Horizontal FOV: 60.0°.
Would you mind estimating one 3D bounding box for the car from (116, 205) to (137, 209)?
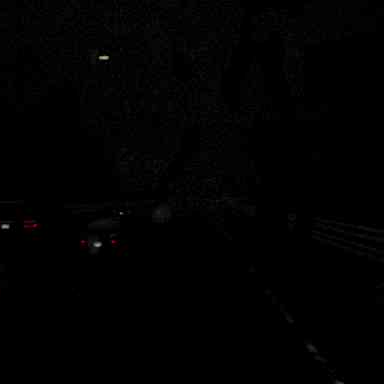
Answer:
[{"bbox_3d":[-6.264,1.918,31.793,1.994,1.385,4.181,0,-1,2],"label":"car"}]

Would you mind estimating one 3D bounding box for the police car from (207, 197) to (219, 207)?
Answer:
[{"bbox_3d":[4.265,2.259,71.234,1.930,1.638,5.238,0,-1,5],"label":"police car"}]

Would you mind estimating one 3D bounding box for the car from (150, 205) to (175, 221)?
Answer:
[{"bbox_3d":[-2.771,1.916,31.552,1.994,1.385,4.181,0,-1,2],"label":"car"}]

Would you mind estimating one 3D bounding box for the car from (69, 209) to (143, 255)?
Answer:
[{"bbox_3d":[-3.273,1.679,13.979,1.812,1.442,4.674,0,-1,1],"label":"car"}]

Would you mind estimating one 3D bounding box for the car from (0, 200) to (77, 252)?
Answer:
[{"bbox_3d":[-6.758,1.384,14.865,2.150,2.045,5.566,0,-1,1],"label":"car"}]
